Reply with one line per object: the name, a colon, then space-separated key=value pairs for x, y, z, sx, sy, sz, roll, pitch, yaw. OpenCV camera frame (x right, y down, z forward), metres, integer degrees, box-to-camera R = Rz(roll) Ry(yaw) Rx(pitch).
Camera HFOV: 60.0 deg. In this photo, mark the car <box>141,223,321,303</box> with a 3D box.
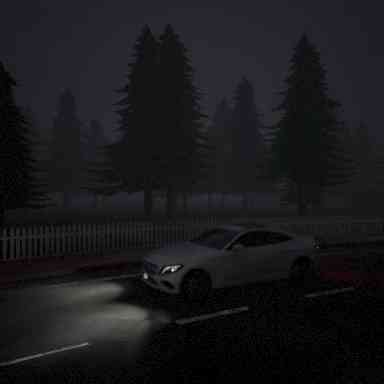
car: x=1.093 y=1.525 z=8.196 sx=4.674 sy=1.442 sz=1.812 roll=0 pitch=0 yaw=-26
